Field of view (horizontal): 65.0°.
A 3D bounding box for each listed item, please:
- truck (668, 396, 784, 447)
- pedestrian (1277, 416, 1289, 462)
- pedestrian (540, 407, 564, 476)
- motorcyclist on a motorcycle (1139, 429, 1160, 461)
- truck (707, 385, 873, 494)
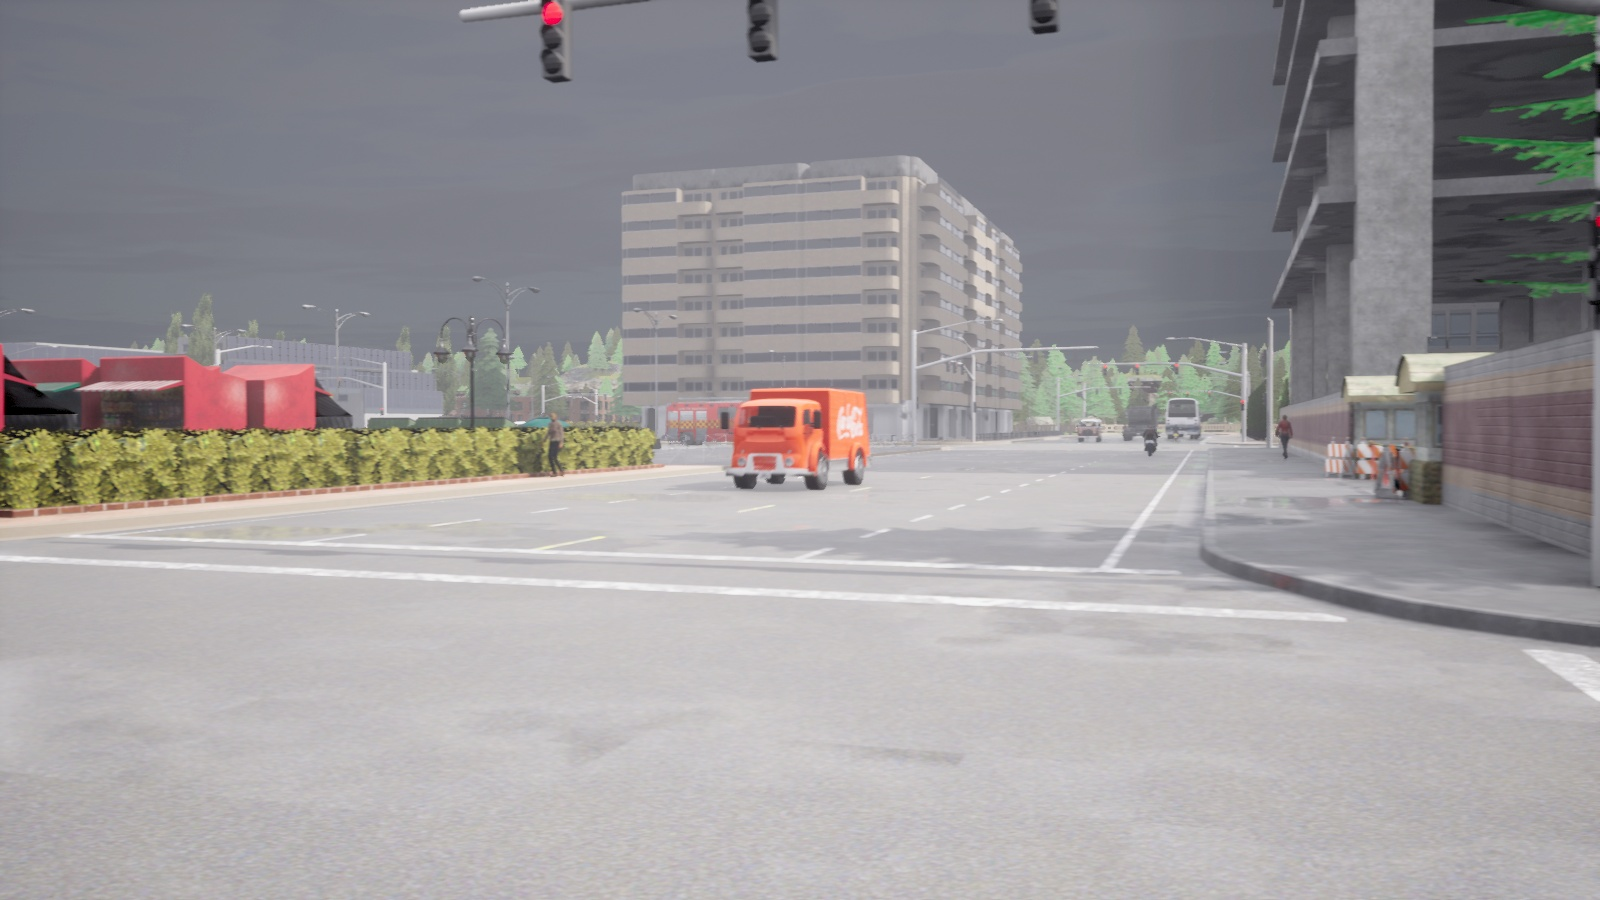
[{"bbox_3d":[-5.685,-2.214,96.874,8.468,3.827,2.891,1,1,18],"label":"truck"},{"bbox_3d":[19.541,-0.436,50.819,0.331,1.846,0.636,1,1,13],"label":"pedestrian"},{"bbox_3d":[-6.666,-0.233,33.800,0.331,1.846,0.634,1,1,22],"label":"pedestrian"},{"bbox_3d":[17.111,-0.280,61.501,0.866,1.530,2.191,1,1,18],"label":"motorcyclist on a motorcycle"},{"bbox_3d":[-0.115,-0.298,31.420,2.627,2.467,5.204,1,1,18],"label":"truck"}]
